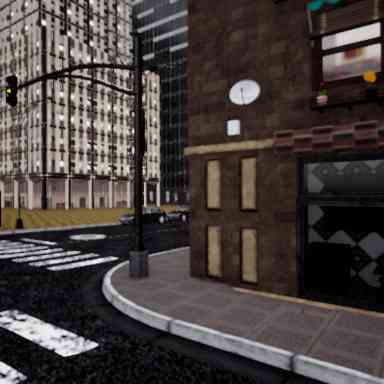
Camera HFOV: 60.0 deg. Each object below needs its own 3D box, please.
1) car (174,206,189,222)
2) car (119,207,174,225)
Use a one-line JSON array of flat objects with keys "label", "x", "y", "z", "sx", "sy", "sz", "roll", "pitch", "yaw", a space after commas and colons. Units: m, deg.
[{"label": "car", "x": -0.596, "y": 1.941, "z": 30.695, "sx": 2.008, "sy": 1.369, "sz": 4.403, "roll": -1, "pitch": -2, "yaw": 35}, {"label": "car", "x": -3.803, "y": 1.860, "z": 26.141, "sx": 2.008, "sy": 1.369, "sz": 4.403, "roll": -1, "pitch": -2, "yaw": 35}]
